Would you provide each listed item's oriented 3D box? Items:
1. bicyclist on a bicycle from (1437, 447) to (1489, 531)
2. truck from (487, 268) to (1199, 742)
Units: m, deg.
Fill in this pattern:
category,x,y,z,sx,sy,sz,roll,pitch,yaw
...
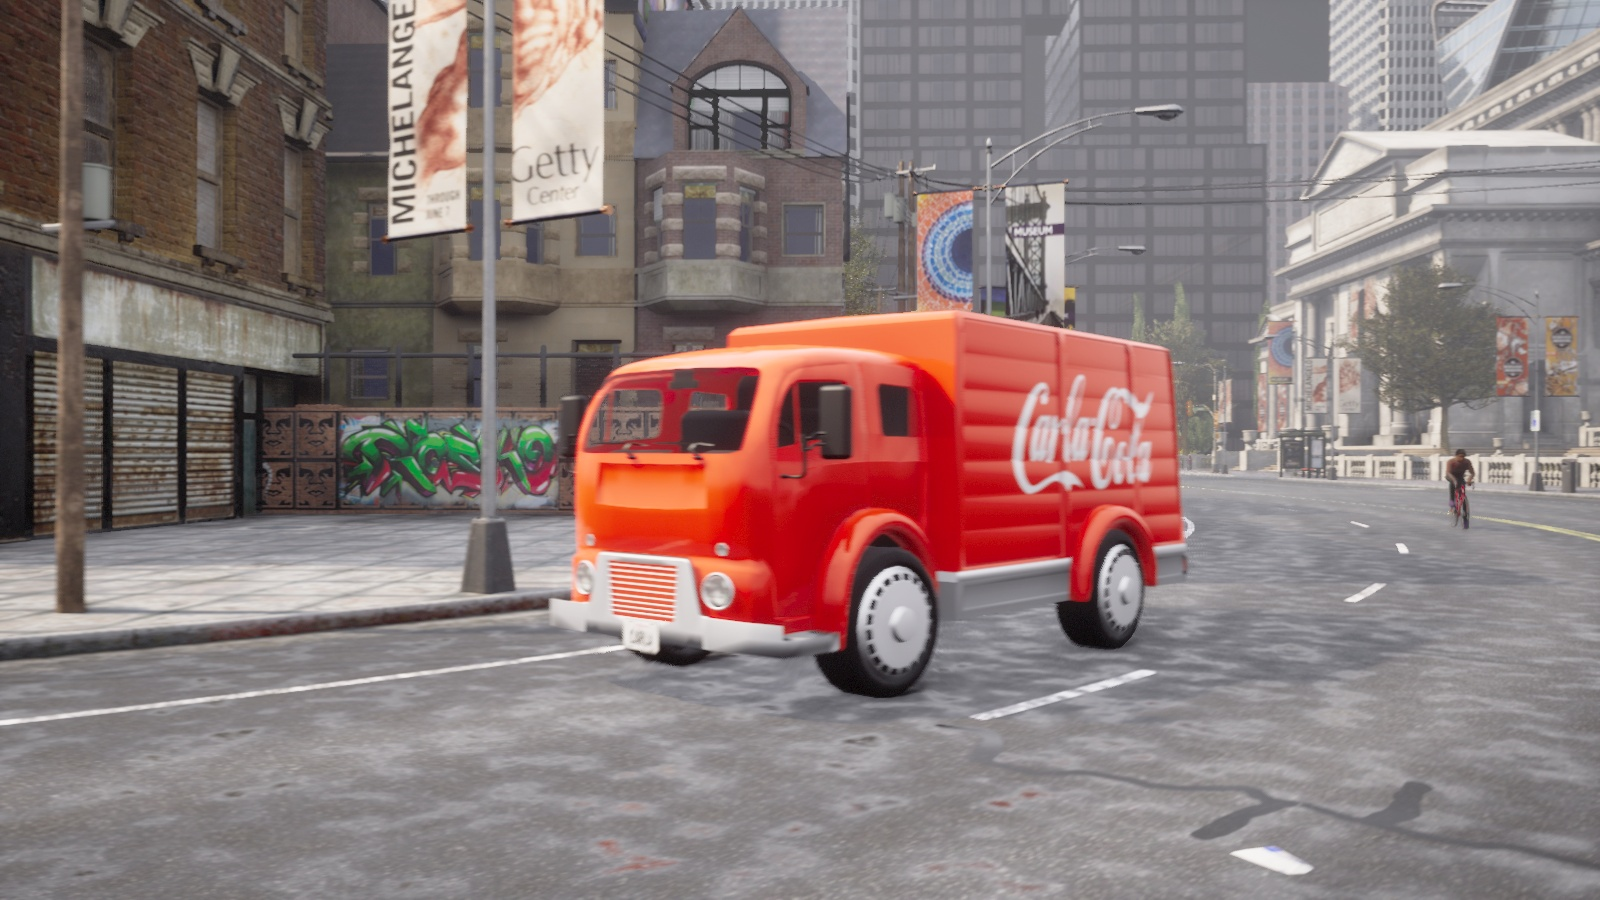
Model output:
category,x,y,z,sx,sy,sz,roll,pitch,yaw
bicyclist on a bicycle,13.246,0.745,25.120,0.582,1.620,1.656,-1,0,16
truck,0.638,0.288,9.365,2.627,2.467,5.204,0,0,41
